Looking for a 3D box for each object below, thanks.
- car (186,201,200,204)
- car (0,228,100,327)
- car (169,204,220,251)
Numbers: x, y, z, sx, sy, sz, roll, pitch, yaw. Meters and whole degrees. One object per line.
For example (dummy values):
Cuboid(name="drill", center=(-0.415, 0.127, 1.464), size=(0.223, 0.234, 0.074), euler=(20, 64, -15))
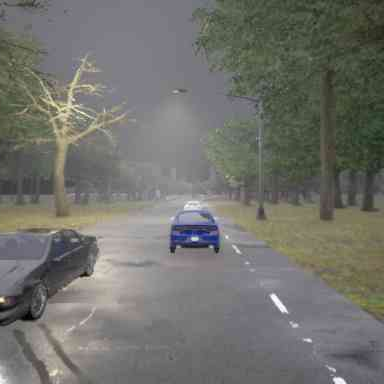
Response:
Cuboid(name="car", center=(0.103, 1.600, 32.322), size=(1.812, 1.442, 4.674), euler=(0, 0, 0))
Cuboid(name="car", center=(-3.597, 1.556, 7.541), size=(2.033, 1.411, 5.357), euler=(0, 0, 0))
Cuboid(name="car", center=(0.101, 1.496, 14.142), size=(1.882, 1.535, 5.008), euler=(0, 0, 0))
